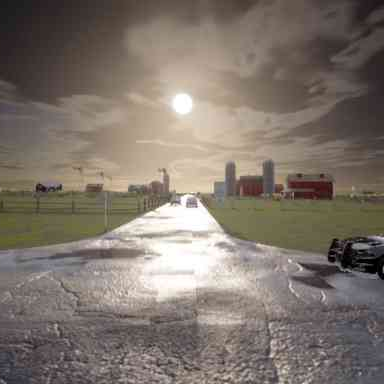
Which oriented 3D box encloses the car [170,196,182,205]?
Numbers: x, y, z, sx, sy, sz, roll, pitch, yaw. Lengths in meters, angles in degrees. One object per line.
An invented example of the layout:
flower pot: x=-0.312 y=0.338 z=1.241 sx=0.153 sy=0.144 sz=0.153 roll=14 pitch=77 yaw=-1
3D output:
car: x=-2.811 y=1.523 z=58.469 sx=1.837 sy=1.490 sz=4.892 roll=0 pitch=0 yaw=0

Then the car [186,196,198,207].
car: x=-0.053 y=1.562 z=53.053 sx=2.033 sy=1.411 sz=5.357 roll=0 pitch=0 yaw=0

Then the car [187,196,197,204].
car: x=-0.065 y=1.497 z=63.474 sx=1.882 sy=1.535 sz=5.008 roll=0 pitch=0 yaw=0

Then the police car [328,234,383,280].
police car: x=6.611 y=1.536 z=9.379 sx=5.238 sy=1.638 sz=1.930 roll=1 pitch=-1 yaw=-1
